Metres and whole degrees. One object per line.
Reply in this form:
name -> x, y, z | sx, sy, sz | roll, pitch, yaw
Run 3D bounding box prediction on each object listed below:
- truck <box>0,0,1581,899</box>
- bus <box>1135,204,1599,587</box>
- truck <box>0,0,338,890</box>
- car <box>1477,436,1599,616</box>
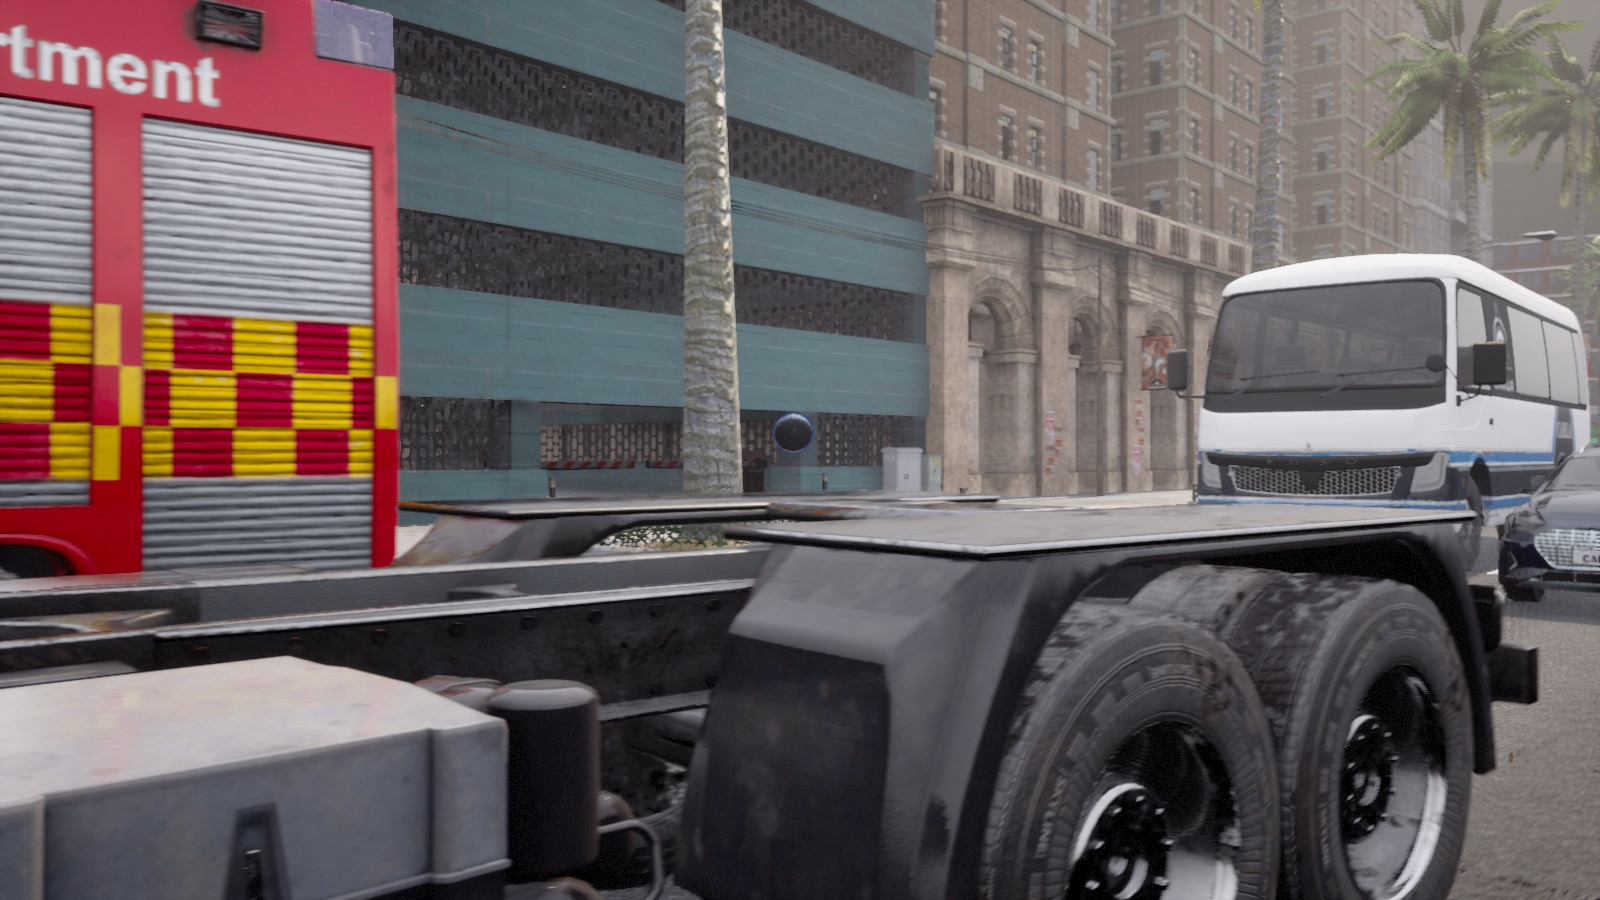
truck -> -1.356, -0.223, 2.720 | 7.936, 3.462, 2.891 | 0, 0, -40
bus -> 9.257, -0.592, 19.110 | 3.944, 4.253, 10.273 | 0, 0, 41
truck -> -6.115, -0.390, 3.674 | 8.468, 3.827, 2.891 | 0, 0, -36
car -> 8.921, 0.696, 13.352 | 2.033, 1.649, 4.856 | 0, 0, 41
